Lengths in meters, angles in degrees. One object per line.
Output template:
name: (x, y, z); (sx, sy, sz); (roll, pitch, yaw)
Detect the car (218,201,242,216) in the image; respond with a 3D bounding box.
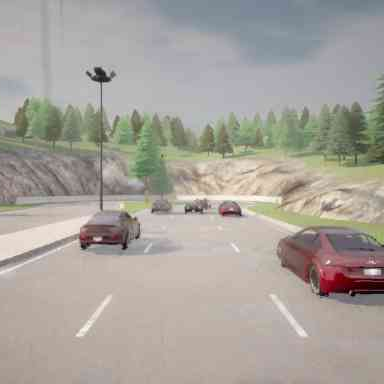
car: (3.645, 1.563, 32.439); (1.994, 1.385, 4.181); (0, 0, 1)

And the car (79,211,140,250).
car: (-3.406, 1.525, 14.311); (1.812, 1.442, 4.674); (0, 0, 0)

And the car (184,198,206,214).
car: (0.251, 1.600, 35.369); (1.895, 1.301, 4.718); (0, 0, 2)

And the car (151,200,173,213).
car: (-3.244, 1.546, 36.451); (2.033, 1.411, 5.357); (0, 0, 3)

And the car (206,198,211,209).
car: (1.387, 1.491, 44.568); (2.128, 1.511, 4.902); (0, 0, 12)

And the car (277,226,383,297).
car: (3.597, 1.564, 8.631); (1.994, 1.385, 4.181); (0, 0, 0)
